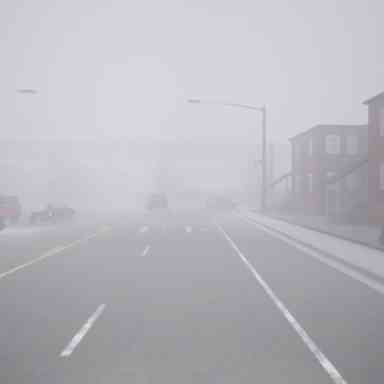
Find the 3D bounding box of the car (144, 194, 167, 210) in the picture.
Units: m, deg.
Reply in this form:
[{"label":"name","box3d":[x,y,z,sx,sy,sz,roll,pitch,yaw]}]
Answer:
[{"label":"car","box3d":[-4.696,1.246,42.569,2.150,2.045,5.566,1,0,-17]}]

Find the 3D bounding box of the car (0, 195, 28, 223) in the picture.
[{"label":"car","box3d":[-14.058,1.235,23.106,2.150,2.045,5.566,0,0,1]}]

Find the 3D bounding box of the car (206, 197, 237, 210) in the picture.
[{"label":"car","box3d":[3.826,1.377,42.513,2.097,1.767,4.553,1,0,44]}]

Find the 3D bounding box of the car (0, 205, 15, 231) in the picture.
[{"label":"car","box3d":[-10.597,1.556,15.040,2.033,1.411,5.357,0,0,0]}]

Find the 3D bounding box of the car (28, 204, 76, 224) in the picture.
[{"label":"car","box3d":[-10.548,1.616,25.287,1.895,1.301,4.718,0,0,1]}]
